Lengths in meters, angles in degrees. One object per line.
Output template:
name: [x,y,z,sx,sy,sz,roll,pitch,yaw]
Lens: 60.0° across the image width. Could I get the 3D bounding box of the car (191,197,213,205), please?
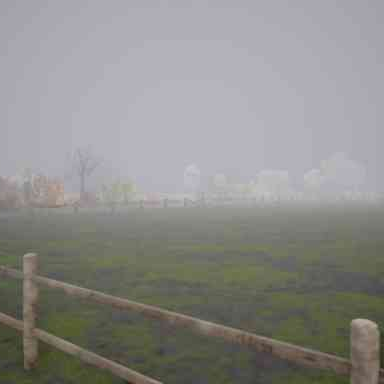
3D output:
car: [1.768,1.571,58.667,1.895,1.301,4.718,0,0,36]
